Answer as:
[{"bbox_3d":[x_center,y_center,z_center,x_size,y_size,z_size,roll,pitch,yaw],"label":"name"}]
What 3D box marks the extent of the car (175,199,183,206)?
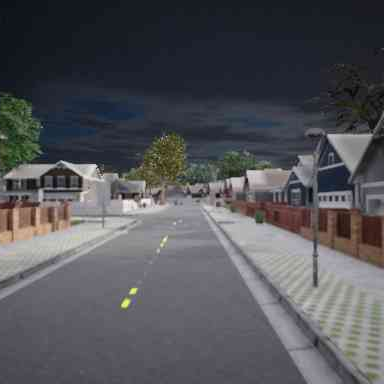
[{"bbox_3d":[-2.960,2.338,74.463,2.128,1.511,4.902,0,-1,-2],"label":"car"}]
